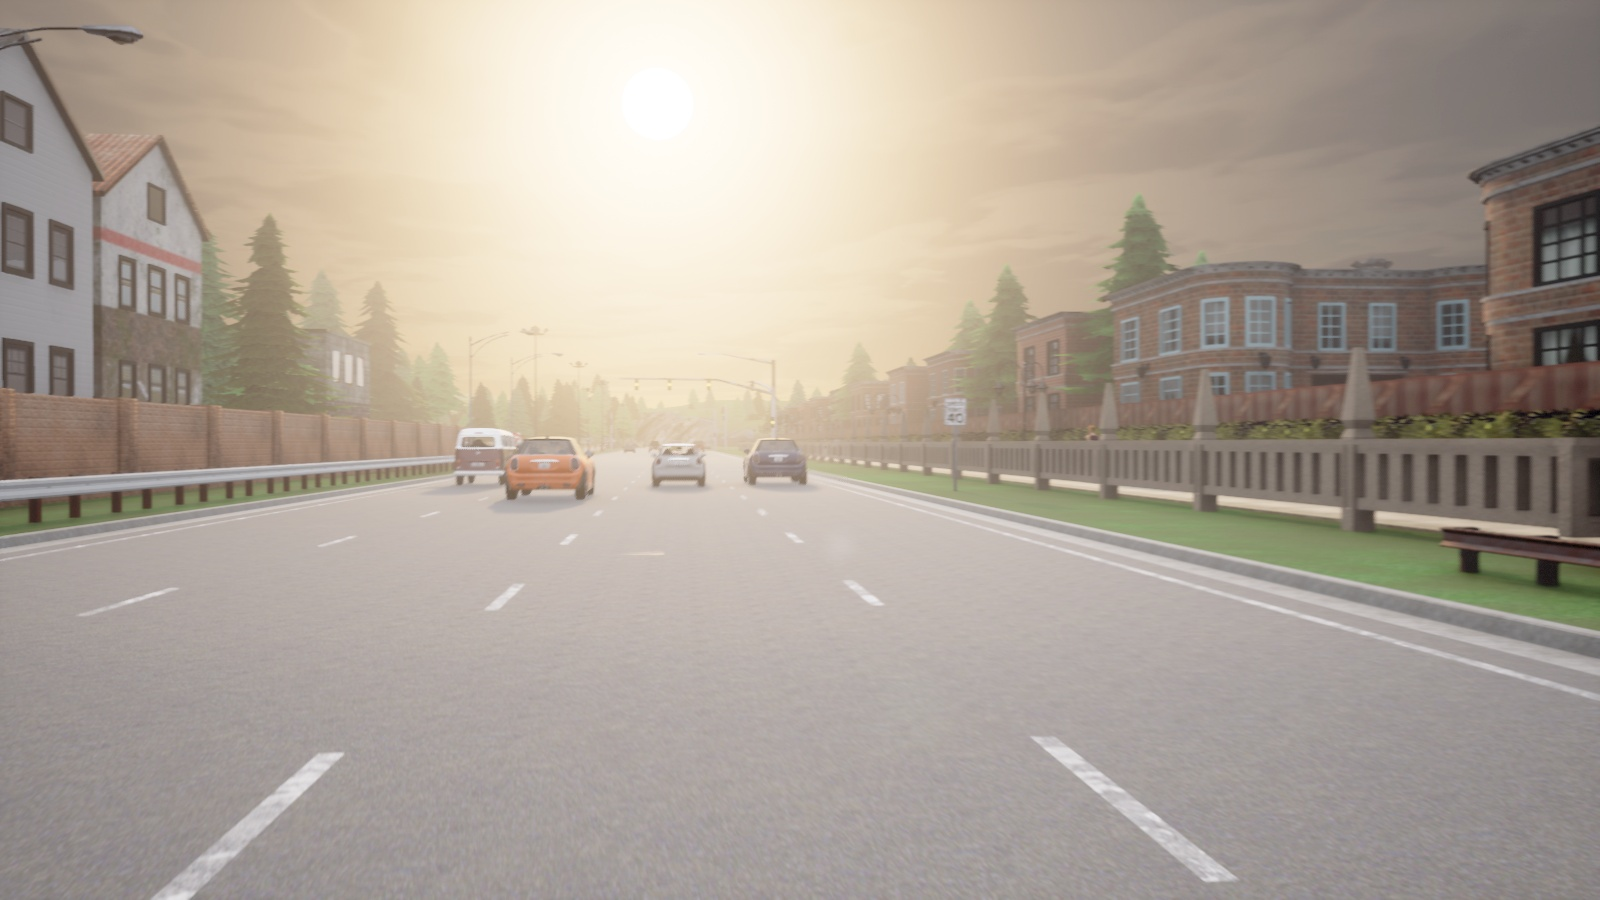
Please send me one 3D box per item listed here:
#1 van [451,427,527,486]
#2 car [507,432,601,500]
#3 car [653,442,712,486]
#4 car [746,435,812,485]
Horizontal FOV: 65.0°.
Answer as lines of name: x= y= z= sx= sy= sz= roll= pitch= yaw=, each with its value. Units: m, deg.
van: x=-11.361 y=0.212 z=46.206 sx=2.069 sy=2.038 sz=4.480 roll=0 pitch=0 yaw=-5
car: x=-6.768 y=0.409 z=34.963 sx=2.097 sy=1.767 sz=4.553 roll=0 pitch=0 yaw=-5
car: x=-4.175 y=0.461 z=44.593 sx=1.970 sy=1.475 sz=3.806 roll=0 pitch=0 yaw=-5
car: x=-0.843 y=0.343 z=46.506 sx=2.097 sy=1.767 sz=4.553 roll=0 pitch=0 yaw=-5
